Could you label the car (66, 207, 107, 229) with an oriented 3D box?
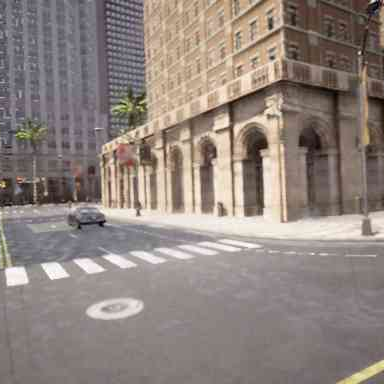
[{"bbox_3d":[-7.738,1.793,24.070,2.033,1.411,5.357,-2,0,-31],"label":"car"}]
